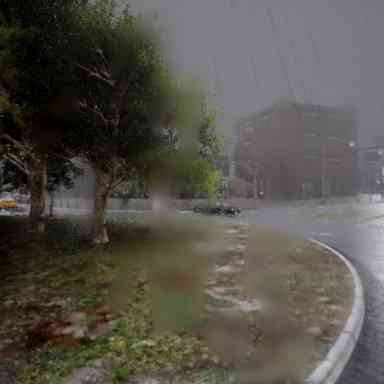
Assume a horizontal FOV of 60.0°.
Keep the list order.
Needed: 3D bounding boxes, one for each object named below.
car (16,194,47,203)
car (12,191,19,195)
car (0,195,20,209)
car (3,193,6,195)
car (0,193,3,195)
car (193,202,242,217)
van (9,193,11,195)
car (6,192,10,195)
[{"bbox_3d":[-29.832,1.460,62.375,4.792,1.488,2.163,0,0,-36],"label":"car"},{"bbox_3d":[-32.981,1.268,66.803,4.553,1.767,2.185,0,0,-36],"label":"car"},{"bbox_3d":[-25.412,1.502,45.305,1.882,1.535,5.008,0,0,-44],"label":"car"},{"bbox_3d":[-39.634,1.270,75.875,5.008,1.535,2.097,0,1,-36],"label":"car"},{"bbox_3d":[-42.801,0.951,80.284,5.566,2.045,2.435,0,1,-36],"label":"car"},{"bbox_3d":[2.366,1.664,32.464,4.718,1.301,1.895,-1,0,40],"label":"car"},{"bbox_3d":[-34.812,1.143,69.066,4.442,1.987,1.878,0,0,-36],"label":"van"},{"bbox_3d":[-37.894,1.181,73.548,4.553,1.767,2.185,0,1,-36],"label":"car"}]
